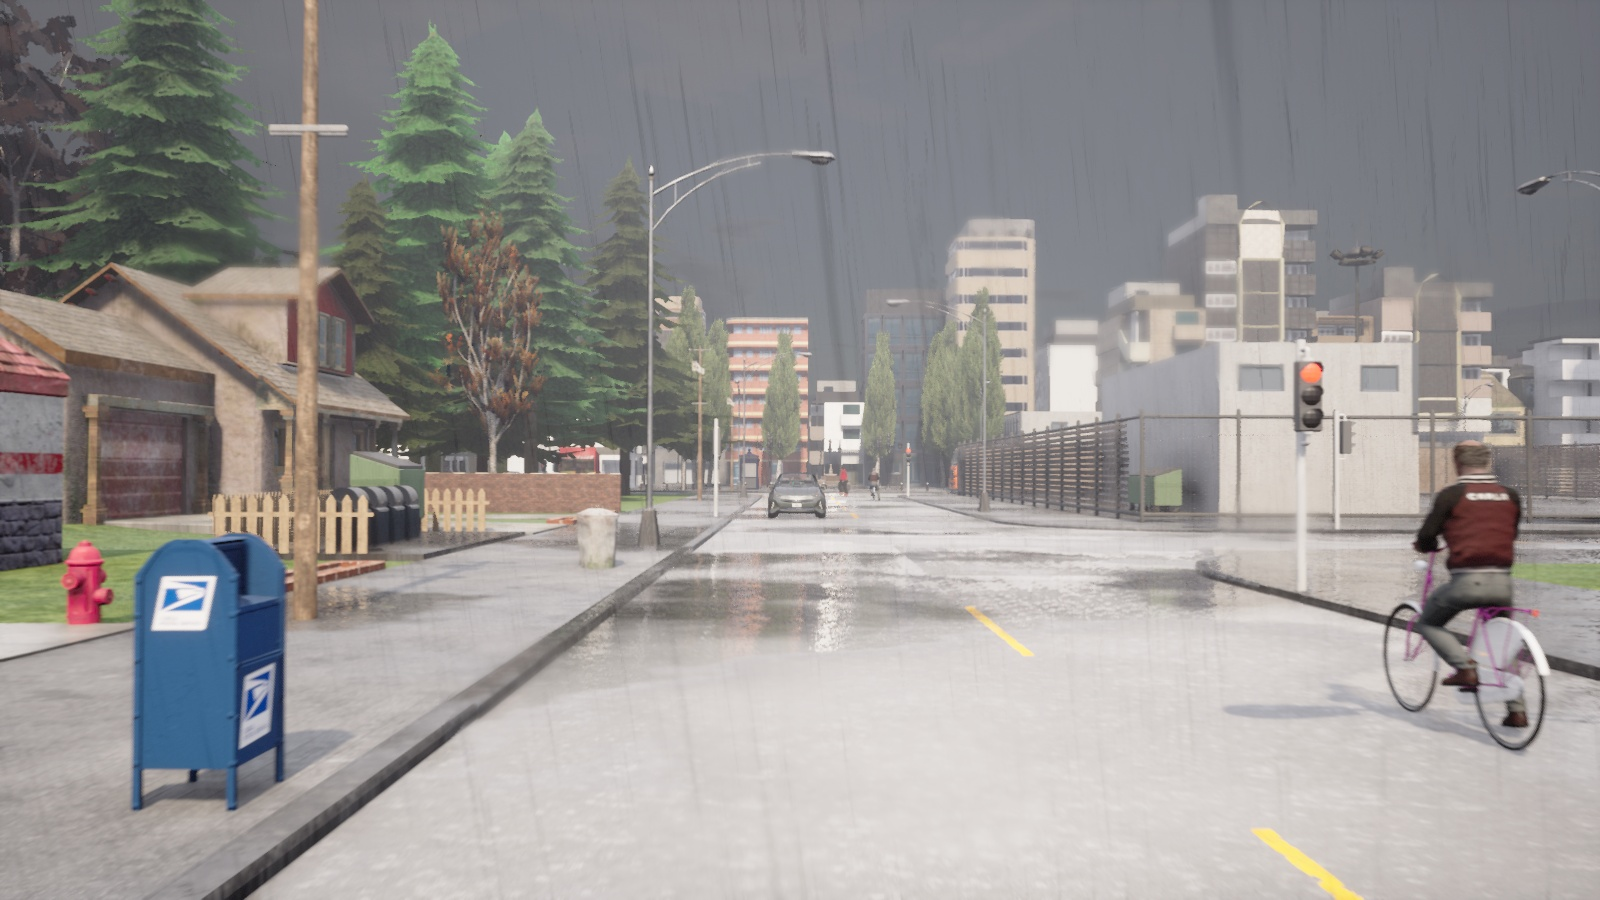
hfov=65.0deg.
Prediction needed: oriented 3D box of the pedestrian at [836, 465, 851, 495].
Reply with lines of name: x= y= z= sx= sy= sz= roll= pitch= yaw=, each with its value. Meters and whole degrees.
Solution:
pedestrian: x=2.698 y=1.880 z=78.090 sx=0.899 sy=1.844 sz=0.634 roll=0 pitch=-1 yaw=0

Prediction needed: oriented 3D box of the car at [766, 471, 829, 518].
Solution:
car: x=-0.094 y=1.477 z=42.713 sx=2.007 sy=1.525 sz=4.514 roll=0 pitch=-1 yaw=0

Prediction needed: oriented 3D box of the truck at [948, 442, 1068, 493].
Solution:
truck: x=14.497 y=1.249 z=88.056 sx=7.936 sy=3.462 sz=2.891 roll=0 pitch=-1 yaw=0

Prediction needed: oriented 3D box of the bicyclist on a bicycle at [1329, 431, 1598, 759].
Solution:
bicyclist on a bicycle: x=3.992 y=0.799 z=7.742 sx=0.659 sy=1.776 sz=1.843 roll=0 pitch=-1 yaw=0
